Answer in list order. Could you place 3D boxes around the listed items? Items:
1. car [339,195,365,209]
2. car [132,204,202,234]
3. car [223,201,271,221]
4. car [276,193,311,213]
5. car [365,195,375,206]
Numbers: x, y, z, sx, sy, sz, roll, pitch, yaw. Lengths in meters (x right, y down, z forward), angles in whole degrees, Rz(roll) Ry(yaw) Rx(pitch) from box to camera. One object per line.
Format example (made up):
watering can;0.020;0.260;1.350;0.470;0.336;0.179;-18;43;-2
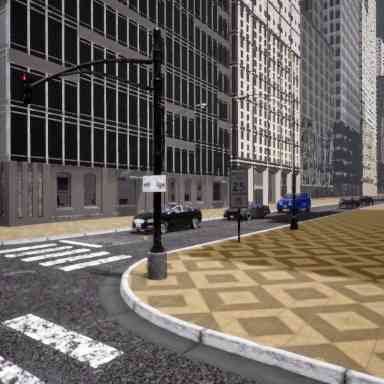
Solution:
car;20.173;1.337;42.573;2.128;1.511;4.902;0;0;37
car;-1.321;1.447;19.194;2.128;1.511;4.902;0;0;37
car;4.596;1.472;27.098;2.033;1.411;5.357;0;0;37
car;11.010;1.113;35.650;2.150;2.045;5.566;0;0;37
car;27.065;1.313;51.786;1.837;1.490;4.892;0;0;37
